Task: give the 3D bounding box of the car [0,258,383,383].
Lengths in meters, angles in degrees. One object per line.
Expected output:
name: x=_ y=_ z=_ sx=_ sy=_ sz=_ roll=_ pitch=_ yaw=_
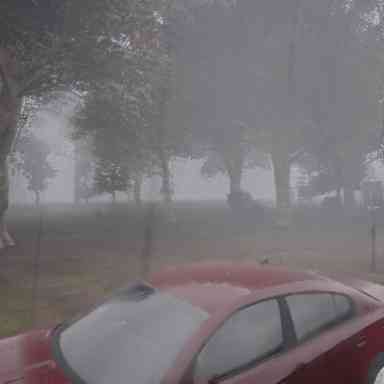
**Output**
car: x=0.093 y=1.473 z=3.051 sx=5.008 sy=1.535 sz=1.882 roll=0 pitch=0 yaw=-35
